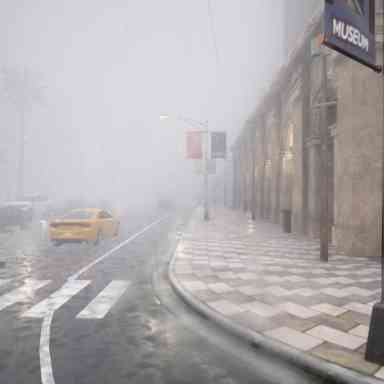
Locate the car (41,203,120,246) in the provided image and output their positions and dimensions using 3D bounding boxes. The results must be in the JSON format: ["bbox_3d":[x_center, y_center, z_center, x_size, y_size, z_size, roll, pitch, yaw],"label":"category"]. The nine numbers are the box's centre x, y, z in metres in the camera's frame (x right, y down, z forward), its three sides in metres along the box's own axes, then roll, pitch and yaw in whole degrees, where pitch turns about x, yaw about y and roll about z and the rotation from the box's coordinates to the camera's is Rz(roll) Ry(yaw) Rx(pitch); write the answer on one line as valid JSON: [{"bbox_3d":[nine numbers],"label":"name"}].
[{"bbox_3d":[-4.721,1.500,15.324,1.882,1.535,5.008,0,0,2],"label":"car"}]

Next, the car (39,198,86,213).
[{"bbox_3d":[-11.380,1.525,29.498,1.812,1.442,4.674,0,0,2],"label":"car"}]

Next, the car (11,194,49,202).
[{"bbox_3d":[-14.855,1.221,30.367,2.150,2.045,5.566,0,0,2],"label":"car"}]

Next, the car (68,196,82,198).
[{"bbox_3d":[-14.440,1.351,40.684,2.097,1.767,4.553,0,0,2],"label":"car"}]

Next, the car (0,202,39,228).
[{"bbox_3d":[-11.690,1.547,20.074,2.033,1.411,5.357,0,0,2],"label":"car"}]

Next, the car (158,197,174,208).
[{"bbox_3d":[-3.602,1.504,47.092,1.882,1.535,5.008,0,0,2],"label":"car"}]

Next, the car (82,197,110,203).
[{"bbox_3d":[-10.988,1.525,39.379,1.812,1.442,4.674,0,0,2],"label":"car"}]
